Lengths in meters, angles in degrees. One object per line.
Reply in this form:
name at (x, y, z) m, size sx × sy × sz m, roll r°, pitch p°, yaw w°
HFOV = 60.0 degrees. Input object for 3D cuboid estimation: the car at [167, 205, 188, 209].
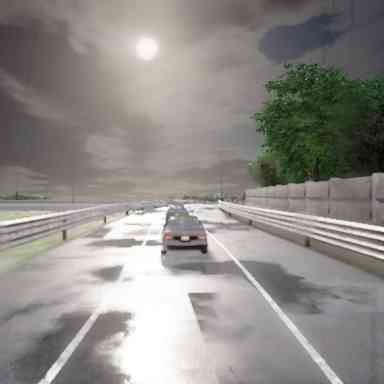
car at (-1.283, 1.838, 29.387) m, size 1.994 × 1.385 × 4.181 m, roll 0°, pitch 0°, yaw -2°

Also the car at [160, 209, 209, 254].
car at (-0.382, 1.682, 14.141) m, size 2.033 × 1.411 × 5.357 m, roll 0°, pitch -1°, yaw -3°
